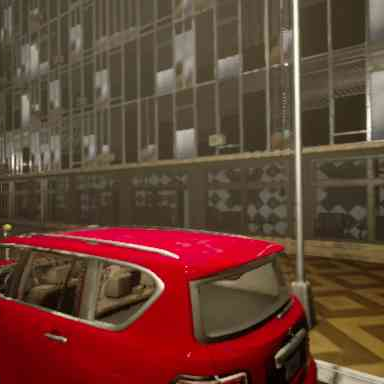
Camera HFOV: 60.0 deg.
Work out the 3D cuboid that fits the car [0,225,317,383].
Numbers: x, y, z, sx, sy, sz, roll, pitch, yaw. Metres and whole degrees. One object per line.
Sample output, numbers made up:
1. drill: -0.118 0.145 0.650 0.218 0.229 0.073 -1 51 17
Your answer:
1. car: -1.223 1.316 3.766 5.009 1.841 2.192 0 -1 36
